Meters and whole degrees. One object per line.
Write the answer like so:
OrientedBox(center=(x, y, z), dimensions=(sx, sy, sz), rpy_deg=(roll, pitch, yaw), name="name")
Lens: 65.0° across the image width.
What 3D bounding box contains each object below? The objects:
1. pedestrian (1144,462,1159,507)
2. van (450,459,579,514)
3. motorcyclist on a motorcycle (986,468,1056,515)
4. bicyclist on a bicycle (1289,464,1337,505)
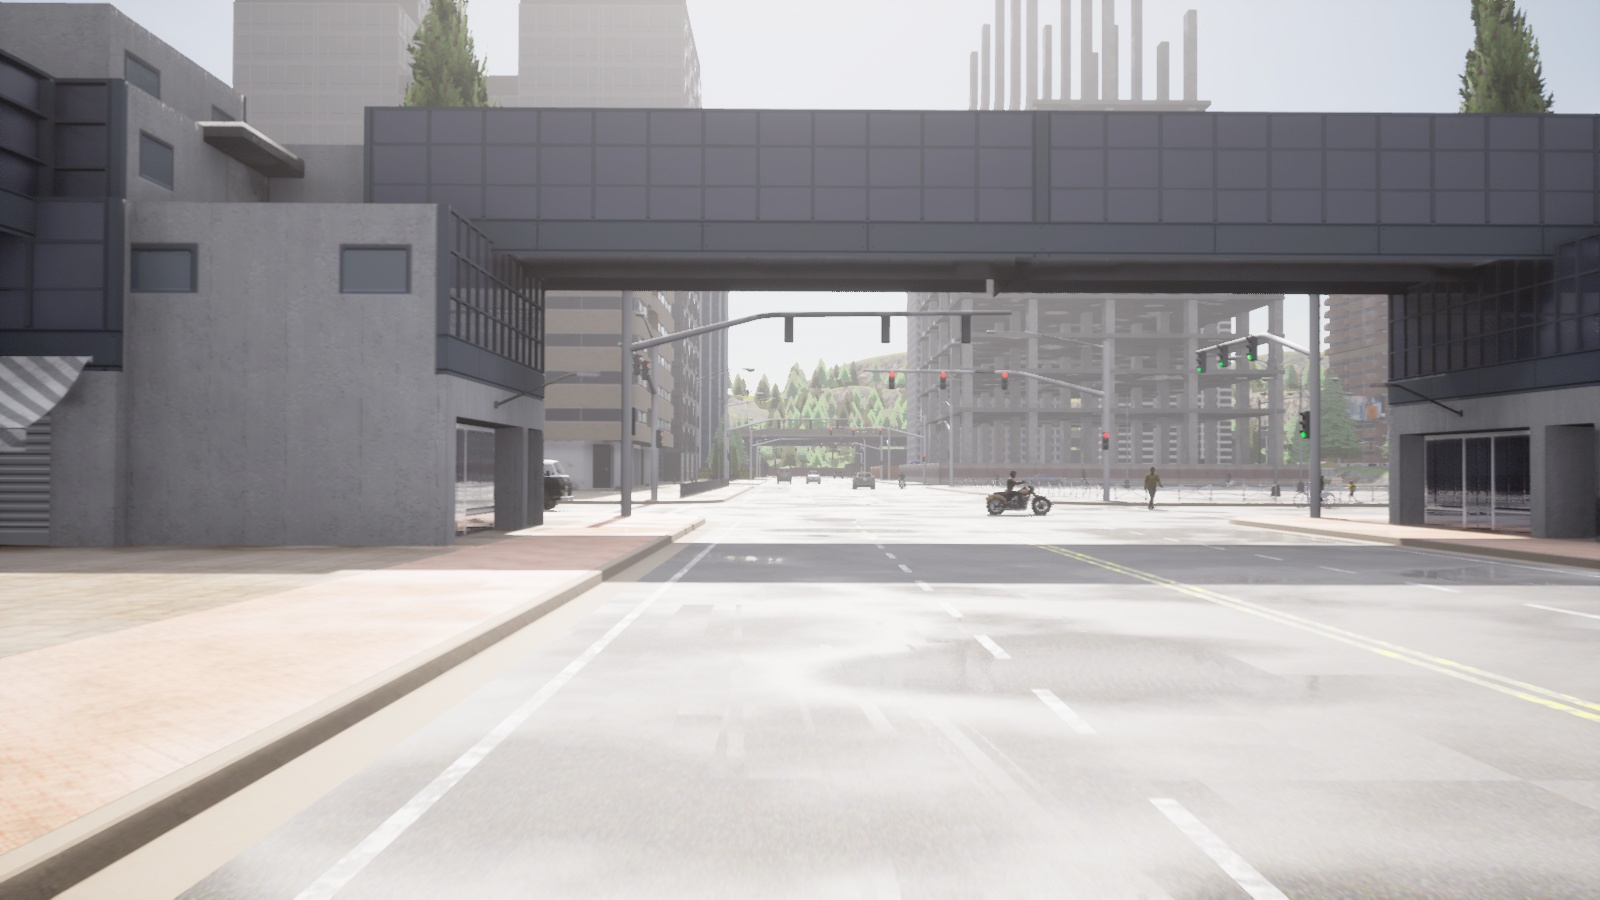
OrientedBox(center=(14.644, 1.433, 52.298), dimensions=(0.431, 1.840, 0.709), rpy_deg=(0, -1, 1), name="pedestrian")
OrientedBox(center=(-10.894, 1.387, 48.114), dimensions=(4.480, 2.038, 2.069), rpy_deg=(0, -1, -1), name="van")
OrientedBox(center=(7.895, 1.485, 44.889), dimensions=(2.350, 1.649, 0.766), rpy_deg=(0, -1, -1), name="motorcyclist on a motorcycle")
OrientedBox(center=(22.677, 1.523, 55.481), dimensions=(1.843, 1.776, 0.659), rpy_deg=(0, -1, 0), name="bicyclist on a bicycle")
